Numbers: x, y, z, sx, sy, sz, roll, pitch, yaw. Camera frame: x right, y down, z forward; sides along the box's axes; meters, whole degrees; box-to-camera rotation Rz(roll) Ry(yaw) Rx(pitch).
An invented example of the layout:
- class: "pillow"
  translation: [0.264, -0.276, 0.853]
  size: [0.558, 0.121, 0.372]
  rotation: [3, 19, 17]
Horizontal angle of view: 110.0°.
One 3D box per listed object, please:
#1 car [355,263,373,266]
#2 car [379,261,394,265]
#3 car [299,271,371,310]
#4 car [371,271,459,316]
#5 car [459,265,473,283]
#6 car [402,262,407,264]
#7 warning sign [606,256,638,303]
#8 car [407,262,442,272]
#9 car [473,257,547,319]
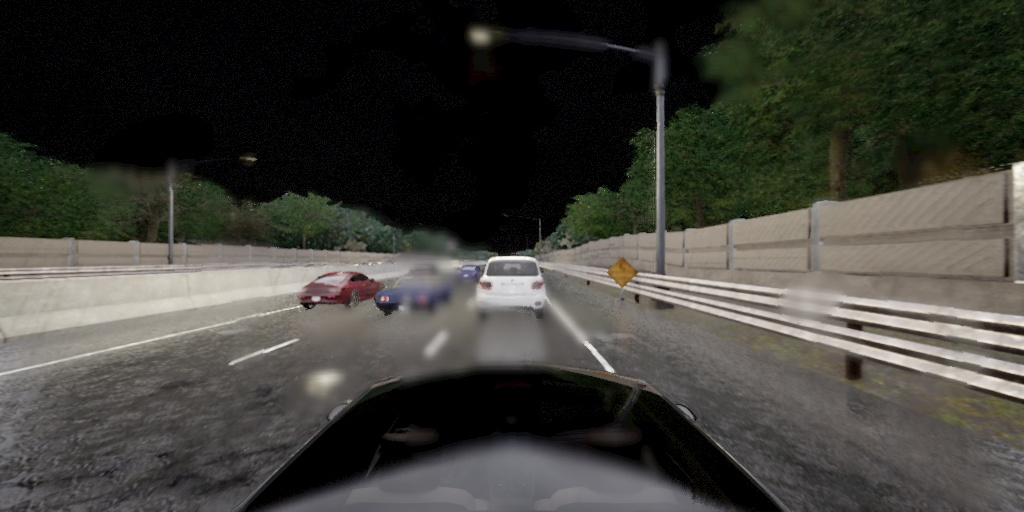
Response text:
- class: "car"
  translation: [-24.524, 1.768, 60.041]
  size: [1.895, 1.301, 4.718]
  rotation: [0, -1, 1]
- class: "car"
  translation: [-21.036, 1.673, 60.215]
  size: [1.837, 1.490, 4.892]
  rotation: [0, 0, 1]
- class: "car"
  translation: [-6.950, 1.360, 15.052]
  size: [1.812, 1.442, 4.674]
  rotation: [0, 0, 0]
- class: "car"
  translation: [-3.461, 1.427, 13.795]
  size: [1.895, 1.301, 4.718]
  rotation: [0, 0, 0]
- class: "car"
  translation: [-3.450, 1.455, 30.171]
  size: [1.812, 1.442, 4.674]
  rotation: [0, 0, 0]
- class: "car"
  translation: [-17.544, 1.734, 60.393]
  size: [1.994, 1.385, 4.181]
  rotation: [0, -1, 1]
- class: "warning sign"
  translation: [4.549, 0.947, 14.816]
  size: [1.300, 1.860, 1.060]
  rotation: [0, 0, 0]
- class: "car"
  translation: [-6.957, 1.431, 29.420]
  size: [1.837, 1.490, 4.892]
  rotation: [0, 0, 1]
- class: "car"
  translation: [0.035, 1.046, 13.258]
  size: [2.150, 2.045, 5.566]
  rotation: [0, 0, 0]
